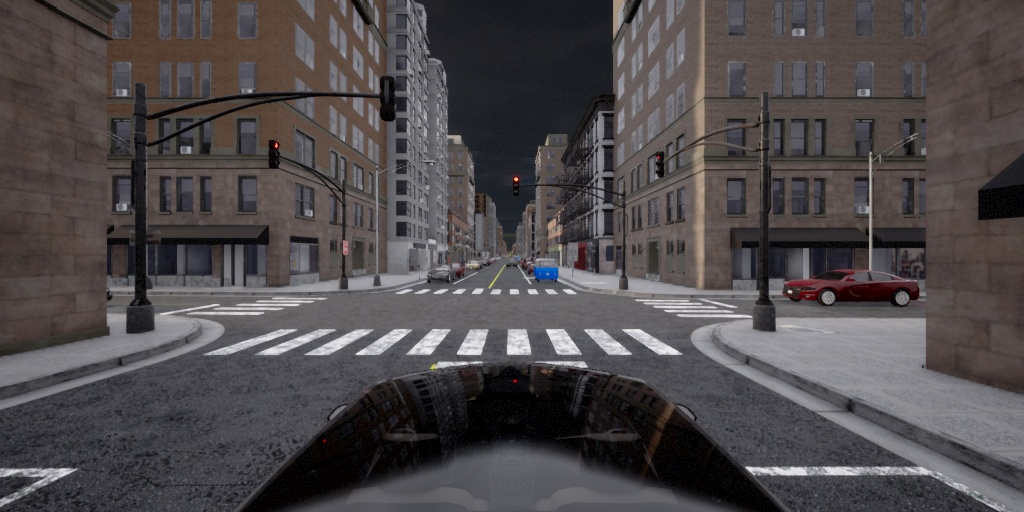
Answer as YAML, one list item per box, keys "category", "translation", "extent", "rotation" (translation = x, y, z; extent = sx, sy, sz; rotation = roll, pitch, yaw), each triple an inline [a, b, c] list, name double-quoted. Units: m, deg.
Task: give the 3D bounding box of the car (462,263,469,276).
- category: "car"
  translation: [-5.447, 1.293, 33.627]
  extent: [1.888, 1.381, 4.507]
  rotation: [0, 0, 0]

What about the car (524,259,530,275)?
- category: "car"
  translation: [2.568, 1.330, 39.331]
  extent: [1.802, 1.307, 4.207]
  rotation: [0, 0, 0]

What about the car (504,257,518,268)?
- category: "car"
  translation: [-0.013, 1.337, 61.580]
  extent: [1.895, 1.301, 4.718]
  rotation: [0, 0, 0]

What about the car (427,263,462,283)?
- category: "car"
  translation: [-5.436, 1.299, 27.946]
  extent: [2.007, 1.370, 4.403]
  rotation: [0, 0, 0]

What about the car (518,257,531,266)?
- category: "car"
  translation: [2.537, 1.055, 56.376]
  extent: [2.192, 1.841, 5.009]
  rotation: [0, 0, 0]

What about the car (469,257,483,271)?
- category: "car"
  translation: [-5.478, 1.269, 50.504]
  extent: [1.751, 1.417, 4.829]
  rotation: [0, 0, 0]

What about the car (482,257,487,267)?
- category: "car"
  translation: [-5.488, 1.306, 56.356]
  extent: [1.948, 1.339, 4.313]
  rotation: [0, 0, 0]

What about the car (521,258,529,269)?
- category: "car"
  translation: [2.547, 1.326, 50.695]
  extent: [1.802, 1.307, 4.207]
  rotation: [0, 0, 0]

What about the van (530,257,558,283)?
- category: "van"
  translation: [2.589, 1.089, 27.969]
  extent: [1.690, 1.789, 3.998]
  rotation: [0, 0, 0]

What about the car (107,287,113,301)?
- category: "car"
  translation: [-17.751, 1.198, 12.776]
  extent: [5.357, 1.411, 2.033]
  rotation: [0, 0, 0]

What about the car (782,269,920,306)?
- category: "car"
  translation: [14.789, 1.326, 15.833]
  extent: [5.008, 1.535, 1.882]
  rotation: [0, 0, 1]
